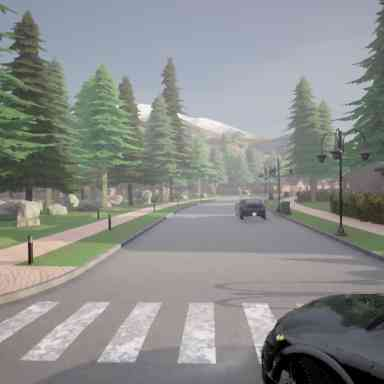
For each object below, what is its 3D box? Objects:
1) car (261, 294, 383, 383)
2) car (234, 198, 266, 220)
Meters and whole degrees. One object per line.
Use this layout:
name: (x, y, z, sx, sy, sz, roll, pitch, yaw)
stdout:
car: (2.660, 1.546, 2.783, 1.994, 1.385, 4.181, -2, 1, -41)
car: (4.435, 1.261, 25.517, 1.837, 1.490, 4.892, -1, 0, 2)
